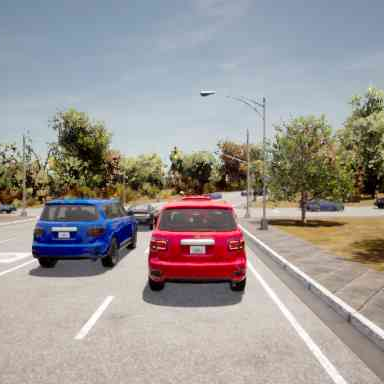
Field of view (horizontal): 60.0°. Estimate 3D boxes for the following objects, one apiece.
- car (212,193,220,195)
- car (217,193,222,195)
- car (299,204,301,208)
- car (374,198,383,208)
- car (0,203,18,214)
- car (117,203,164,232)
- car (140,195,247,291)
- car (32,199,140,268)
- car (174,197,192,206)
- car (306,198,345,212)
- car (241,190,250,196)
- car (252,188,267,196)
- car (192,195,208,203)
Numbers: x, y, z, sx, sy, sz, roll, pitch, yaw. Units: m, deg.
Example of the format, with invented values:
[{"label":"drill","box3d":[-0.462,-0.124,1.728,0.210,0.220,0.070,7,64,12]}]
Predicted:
[{"label":"car","box3d":[0.286,1.260,19.563,2.150,2.045,5.566,0,0,1]},{"label":"car","box3d":[5.682,0.945,77.885,1.812,1.442,4.674,0,3,26]},{"label":"car","box3d":[16.275,1.562,42.850,4.892,1.490,1.837,-1,0,3]},{"label":"car","box3d":[26.241,1.060,42.249,5.566,2.045,2.150,-2,0,3]},{"label":"car","box3d":[-22.982,1.815,38.022,5.357,1.411,2.033,-2,0,3]},{"label":"car","box3d":[-3.158,1.537,21.508,2.128,1.511,4.902,0,0,2]},{"label":"car","box3d":[0.131,1.230,9.195,2.150,2.045,5.566,0,0,0]},{"label":"car","box3d":[-3.351,1.235,11.474,2.150,2.045,5.566,0,0,1]},{"label":"car","box3d":[-1.502,1.662,59.003,1.994,1.385,4.181,0,1,16]},{"label":"car","box3d":[15.745,1.614,39.374,4.181,1.385,1.994,-1,0,4]},{"label":"car","box3d":[14.273,0.262,86.320,2.128,1.511,4.902,0,3,33]},{"label":"car","box3d":[17.588,-0.079,85.035,2.150,2.045,5.566,0,3,33]},{"label":"car","box3d":[1.648,1.391,68.510,1.812,1.442,4.674,0,2,21]}]
